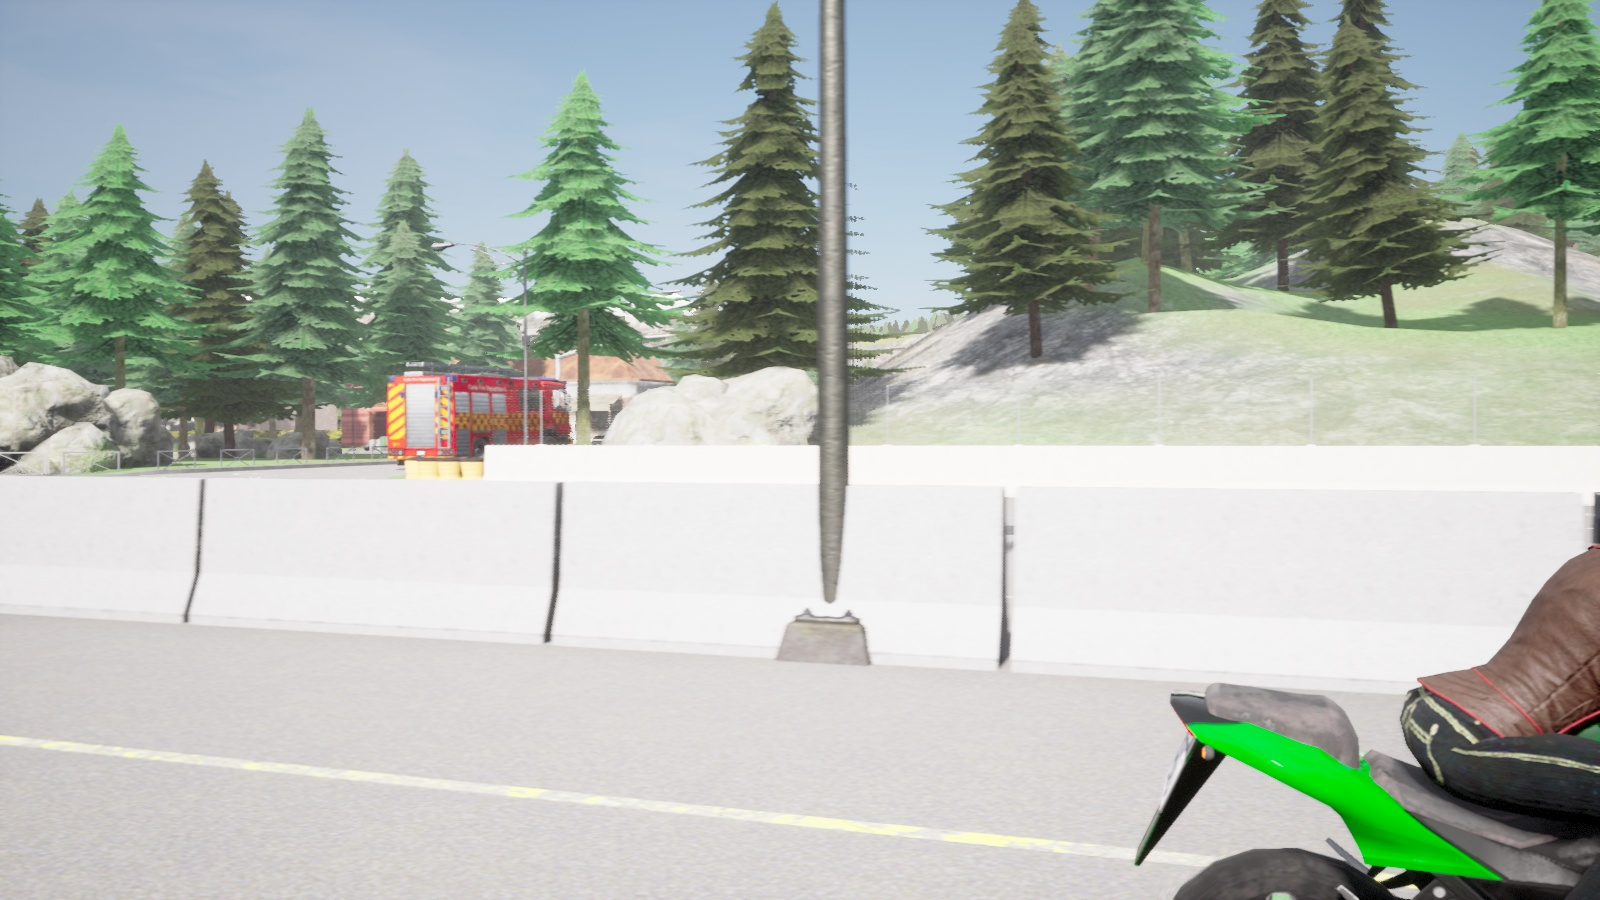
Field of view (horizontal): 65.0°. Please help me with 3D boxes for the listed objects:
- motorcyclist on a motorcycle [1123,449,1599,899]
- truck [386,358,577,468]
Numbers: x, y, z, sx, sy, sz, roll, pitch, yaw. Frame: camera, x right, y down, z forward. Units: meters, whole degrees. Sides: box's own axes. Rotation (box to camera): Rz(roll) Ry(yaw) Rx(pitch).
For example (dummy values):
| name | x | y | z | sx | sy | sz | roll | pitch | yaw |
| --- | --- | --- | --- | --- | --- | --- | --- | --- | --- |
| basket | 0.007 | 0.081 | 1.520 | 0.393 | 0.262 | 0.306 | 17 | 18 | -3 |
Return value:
| name | x | y | z | sx | sy | sz | roll | pitch | yaw |
| --- | --- | --- | --- | --- | --- | --- | --- | --- | --- |
| motorcyclist on a motorcycle | 1.753 | 0.773 | 2.603 | 2.044 | 1.523 | 0.797 | 1 | 1 | 19 |
| truck | -11.942 | -1.349 | 48.091 | 2.891 | 3.827 | 8.468 | 1 | 1 | 19 |
